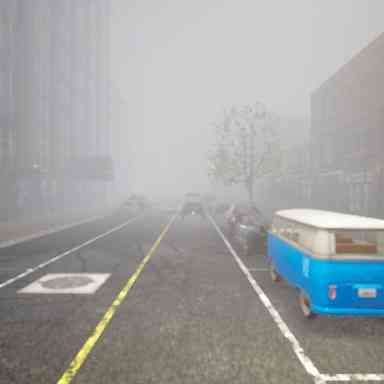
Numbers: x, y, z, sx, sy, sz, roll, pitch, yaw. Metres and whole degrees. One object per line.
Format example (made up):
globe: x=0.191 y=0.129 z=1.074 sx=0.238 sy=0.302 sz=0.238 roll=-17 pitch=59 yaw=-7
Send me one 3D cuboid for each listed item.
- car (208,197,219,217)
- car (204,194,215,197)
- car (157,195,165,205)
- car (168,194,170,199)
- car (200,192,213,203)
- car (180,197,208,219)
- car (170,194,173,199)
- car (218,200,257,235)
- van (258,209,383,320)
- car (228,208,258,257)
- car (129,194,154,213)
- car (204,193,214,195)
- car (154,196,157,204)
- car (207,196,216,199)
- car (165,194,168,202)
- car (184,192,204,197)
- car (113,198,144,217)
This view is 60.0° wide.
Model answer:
car: x=2.700 y=1.415 z=29.163 sx=1.887 sy=1.381 sz=4.507 roll=1 pitch=0 yaw=0
car: x=2.699 y=1.340 z=40.424 sx=1.752 sy=1.417 sz=4.829 roll=1 pitch=0 yaw=0
car: x=-5.682 y=1.284 z=51.173 sx=1.752 sy=1.417 sz=4.829 roll=1 pitch=0 yaw=0
car: x=-5.683 y=1.225 z=62.266 sx=1.752 sy=1.417 sz=4.829 roll=1 pitch=0 yaw=0
car: x=2.701 y=1.015 z=62.438 sx=2.192 sy=1.841 sz=5.009 roll=1 pitch=0 yaw=0
car: x=0.098 y=1.379 z=27.686 sx=1.837 sy=1.490 sz=4.892 roll=0 pitch=-1 yaw=0
car: x=-5.685 y=1.137 z=84.619 sx=1.947 sy=1.339 sz=4.313 roll=1 pitch=0 yaw=0
car: x=2.702 y=1.362 z=18.069 sx=1.967 sy=1.590 sz=4.097 roll=1 pitch=0 yaw=0
van: x=2.704 y=1.312 z=6.976 sx=1.690 sy=1.788 sz=3.998 roll=1 pitch=0 yaw=0
car: x=2.700 y=1.513 z=12.524 sx=1.947 sy=1.339 sz=4.313 roll=1 pitch=0 yaw=0
car: x=-5.677 y=1.158 z=34.705 sx=2.192 sy=1.841 sz=5.009 roll=1 pitch=0 yaw=0
car: x=2.701 y=1.074 z=51.345 sx=2.192 sy=1.841 sz=5.009 roll=1 pitch=0 yaw=0
car: x=-5.681 y=1.341 z=40.081 sx=1.752 sy=1.417 sz=4.829 roll=1 pitch=0 yaw=0
car: x=2.699 y=1.425 z=34.709 sx=1.802 sy=1.307 sz=4.206 roll=1 pitch=0 yaw=0
car: x=-5.683 y=1.294 z=56.891 sx=1.947 sy=1.339 sz=4.313 roll=1 pitch=0 yaw=0
car: x=0.098 y=1.022 z=43.668 sx=2.150 sy=2.045 sz=5.566 roll=0 pitch=1 yaw=0
car: x=-5.681 y=1.452 z=29.160 sx=1.802 sy=1.307 sz=4.206 roll=1 pitch=0 yaw=0
